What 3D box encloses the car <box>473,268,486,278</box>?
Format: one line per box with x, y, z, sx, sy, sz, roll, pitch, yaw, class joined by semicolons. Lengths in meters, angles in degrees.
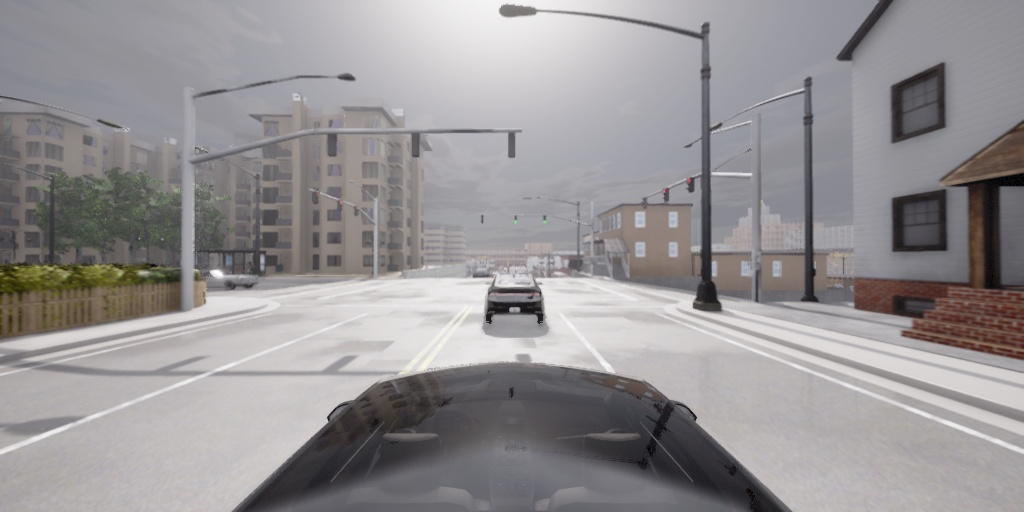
-3.637;2.143;43.697;1.812;1.442;4.674;0;-5;0;car

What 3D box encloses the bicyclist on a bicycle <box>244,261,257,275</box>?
-25.328;1.344;34.770;0.582;1.620;1.656;0;0;1;bicyclist on a bicycle

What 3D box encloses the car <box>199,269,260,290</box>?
-19.492;1.544;23.708;4.718;1.301;1.895;0;-1;1;car

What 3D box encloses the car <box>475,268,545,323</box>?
0.083;1.338;12.584;2.128;1.511;4.902;0;-1;0;car
